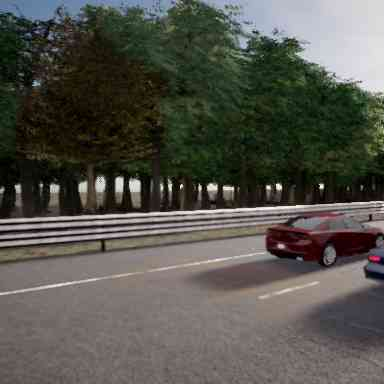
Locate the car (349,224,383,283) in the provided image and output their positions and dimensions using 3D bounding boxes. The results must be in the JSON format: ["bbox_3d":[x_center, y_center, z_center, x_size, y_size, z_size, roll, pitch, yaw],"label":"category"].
[{"bbox_3d":[6.405,1.527,8.313,5.357,1.411,2.033,0,0,-35],"label":"car"}]

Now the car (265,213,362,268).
[{"bbox_3d":[4.680,1.456,11.383,5.008,1.535,1.882,0,0,-35],"label":"car"}]
